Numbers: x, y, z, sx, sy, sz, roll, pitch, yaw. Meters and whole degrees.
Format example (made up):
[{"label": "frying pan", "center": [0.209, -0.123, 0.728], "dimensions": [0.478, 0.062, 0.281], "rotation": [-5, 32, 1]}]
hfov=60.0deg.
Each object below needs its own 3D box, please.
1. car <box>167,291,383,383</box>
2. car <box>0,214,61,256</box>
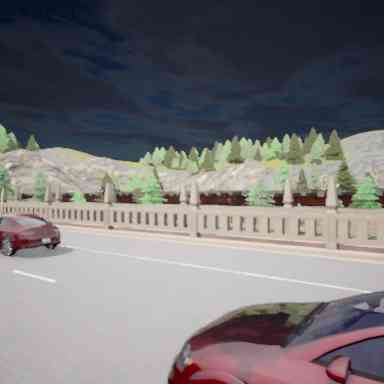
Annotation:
[{"label": "car", "center": [1.816, 1.563, 2.696], "dimensions": [4.181, 1.385, 1.994], "rotation": [0, 0, 36]}, {"label": "car", "center": [-7.158, 1.611, 13.414], "dimensions": [4.674, 1.442, 1.812], "rotation": [0, 0, 36]}]
